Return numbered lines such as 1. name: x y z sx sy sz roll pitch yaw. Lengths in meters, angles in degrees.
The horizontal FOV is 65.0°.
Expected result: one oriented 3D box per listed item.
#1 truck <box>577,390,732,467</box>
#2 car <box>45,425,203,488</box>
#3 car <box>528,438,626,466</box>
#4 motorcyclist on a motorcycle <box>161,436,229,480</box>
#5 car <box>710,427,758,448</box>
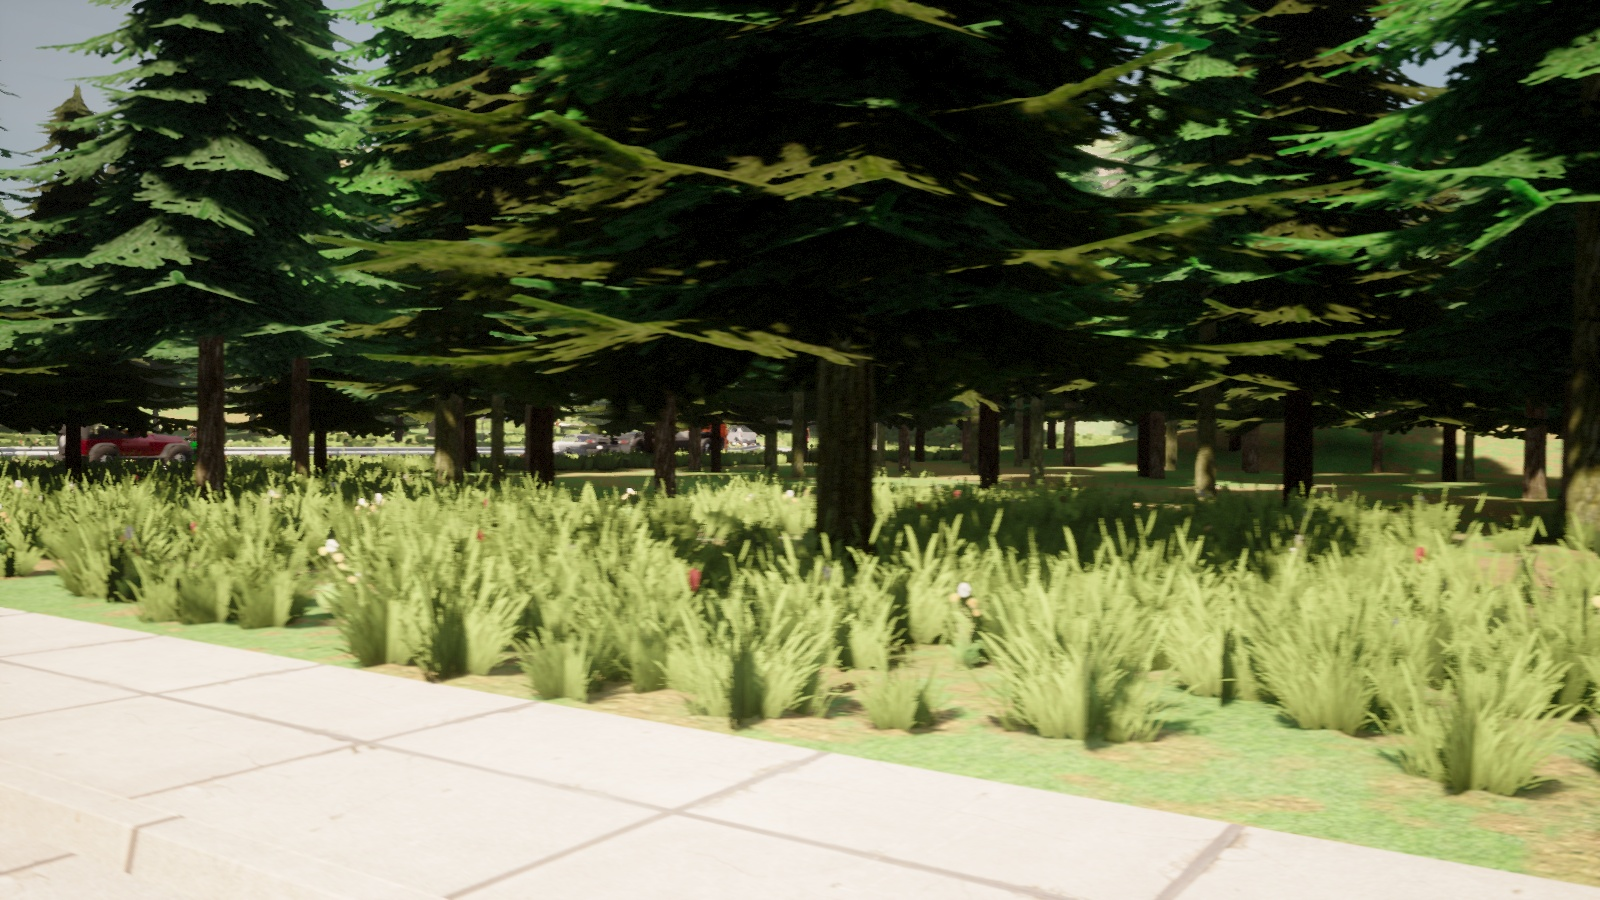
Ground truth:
1. truck: -6.864 -1.044 60.685 2.891 3.462 7.936 0 1 35
2. car: -21.052 0.155 39.244 1.905 1.878 3.866 0 1 33
3. car: -10.810 0.068 61.133 1.895 1.301 4.718 0 1 35
4. motorcyclist on a motorcycle: -21.607 0.269 44.875 0.797 1.523 2.044 0 1 33
5. car: -5.149 -0.998 97.386 1.845 1.501 3.633 -1 3 -42
